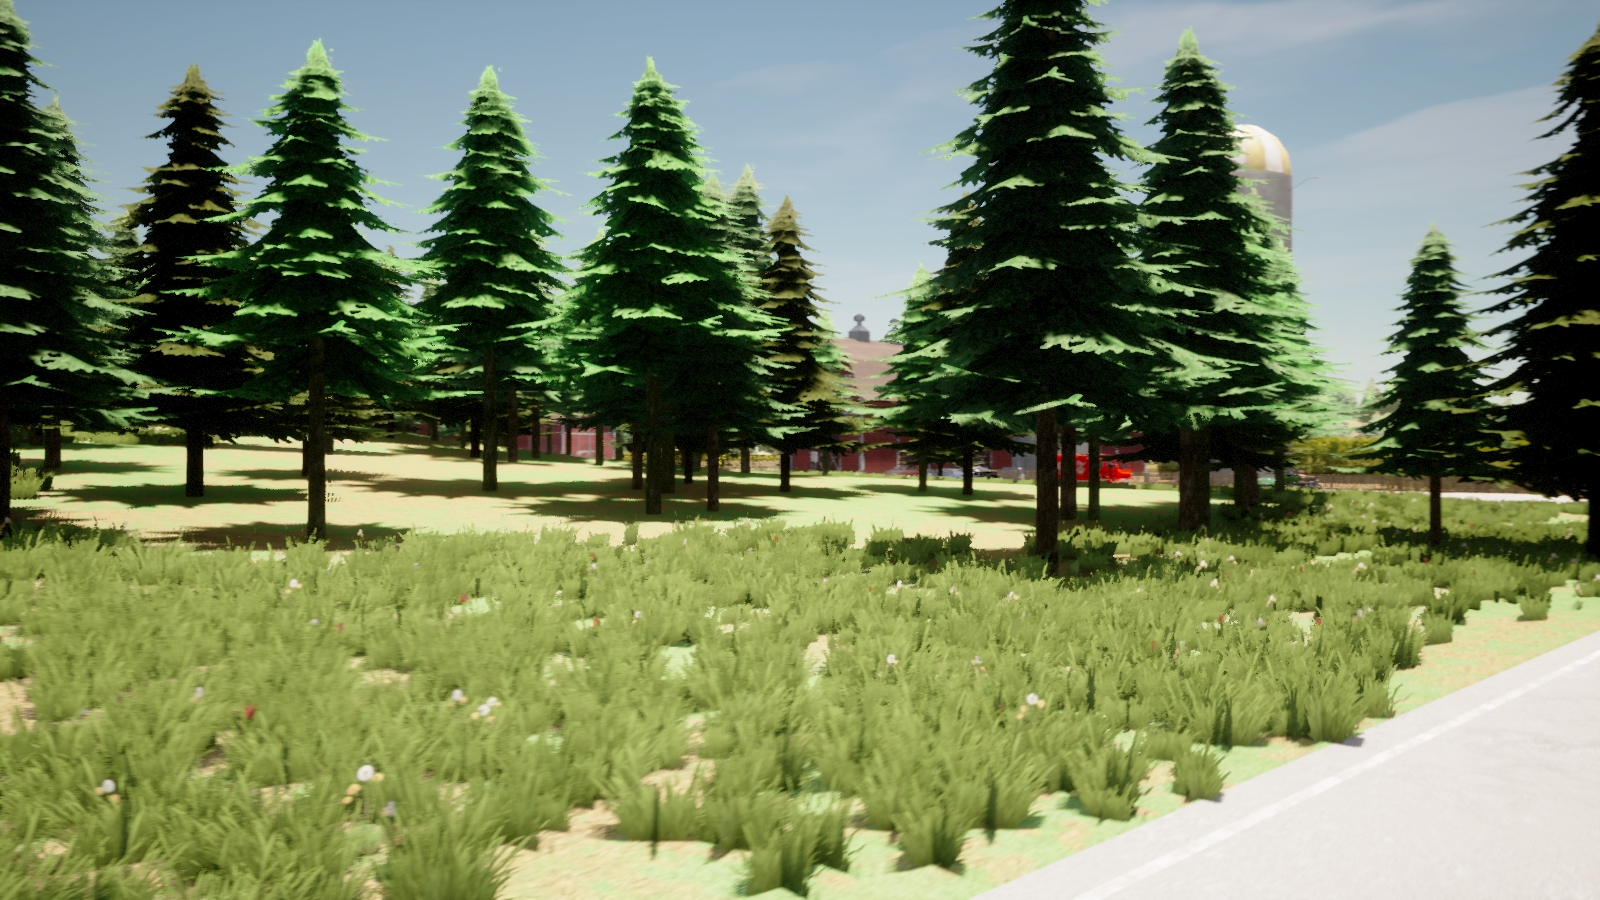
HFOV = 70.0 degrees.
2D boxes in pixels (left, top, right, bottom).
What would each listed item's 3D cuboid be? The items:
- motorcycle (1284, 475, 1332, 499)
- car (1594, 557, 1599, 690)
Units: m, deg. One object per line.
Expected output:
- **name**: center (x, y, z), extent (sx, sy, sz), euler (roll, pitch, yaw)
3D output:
- **motorcycle**: center (28.580, 2.064, 64.273), extent (0.764, 1.277, 2.356), euler (0, 0, -43)
- **car**: center (11.846, 2.043, 14.376), extent (4.974, 1.542, 2.038), euler (0, 0, -43)
